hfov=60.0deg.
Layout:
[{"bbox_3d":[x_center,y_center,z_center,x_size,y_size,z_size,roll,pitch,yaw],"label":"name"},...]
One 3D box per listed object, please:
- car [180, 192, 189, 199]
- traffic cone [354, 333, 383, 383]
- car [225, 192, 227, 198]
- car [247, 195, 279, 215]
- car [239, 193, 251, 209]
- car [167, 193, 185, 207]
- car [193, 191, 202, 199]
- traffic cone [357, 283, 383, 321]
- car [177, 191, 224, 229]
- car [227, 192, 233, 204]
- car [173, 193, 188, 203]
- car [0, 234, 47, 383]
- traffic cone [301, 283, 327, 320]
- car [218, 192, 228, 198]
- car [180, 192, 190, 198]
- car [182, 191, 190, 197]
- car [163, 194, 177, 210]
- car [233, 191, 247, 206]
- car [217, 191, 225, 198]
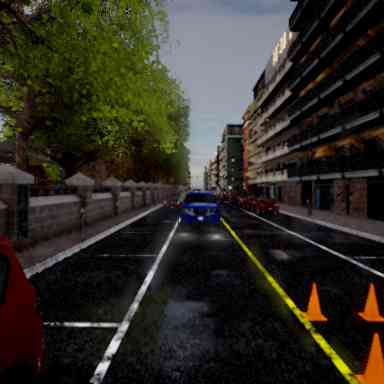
[{"bbox_3d":[-1.553,0.649,68.488,1.752,1.417,4.829,0,1,1],"label":"car"},{"bbox_3d":[2.112,1.915,3.821,0.340,0.580,0.340,0,1,1],"label":"traffic cone"},{"bbox_3d":[6.634,0.816,51.673,1.967,1.590,4.097,0,1,1],"label":"car"},{"bbox_3d":[6.373,1.200,29.156,1.887,1.381,4.507,0,1,1],"label":"car"},{"bbox_3d":[6.437,1.130,34.786,1.887,1.381,4.507,0,1,1],"label":"car"},{"bbox_3d":[-1.877,0.905,40.509,1.967,1.590,4.097,0,1,1],"label":"car"},{"bbox_3d":[1.188,0.607,72.826,1.837,1.490,4.892,0,1,1],"label":"car"},{"bbox_3d":[3.135,1.895,5.809,0.340,0.580,0.340,0,1,1],"label":"traffic cone"},{"bbox_3d":[0.481,0.962,19.808,2.150,2.045,5.566,0,1,1],"label":"car"},{"bbox_3d":[6.568,0.761,46.041,2.192,1.841,5.009,0,1,1],"label":"car"},{"bbox_3d":[-1.746,0.877,51.770,2.008,1.369,4.403,0,1,1],"label":"car"},{"bbox_3d":[-2.331,1.285,1.104,2.192,1.841,5.009,0,1,1],"label":"car"},{"bbox_3d":[2.135,1.889,5.821,0.340,0.580,0.340,0,1,1],"label":"traffic cone"},{"bbox_3d":[6.894,0.672,74.192,1.947,1.339,4.313,0,1,1],"label":"car"},{"bbox_3d":[-1.486,0.606,74.288,2.008,1.369,4.403,0,1,1],"label":"car"},{"bbox_3d":[-1.423,0.517,79.748,1.752,1.417,4.829,0,1,1],"label":"car"},{"bbox_3d":[-1.942,0.975,34.881,1.967,1.590,4.097,0,1,1],"label":"car"},{"bbox_3d":[6.503,0.956,40.413,1.967,1.590,4.097,0,1,1],"label":"car"},{"bbox_3d":[6.960,0.564,79.992,1.752,1.417,4.829,0,1,1],"label":"car"}]
